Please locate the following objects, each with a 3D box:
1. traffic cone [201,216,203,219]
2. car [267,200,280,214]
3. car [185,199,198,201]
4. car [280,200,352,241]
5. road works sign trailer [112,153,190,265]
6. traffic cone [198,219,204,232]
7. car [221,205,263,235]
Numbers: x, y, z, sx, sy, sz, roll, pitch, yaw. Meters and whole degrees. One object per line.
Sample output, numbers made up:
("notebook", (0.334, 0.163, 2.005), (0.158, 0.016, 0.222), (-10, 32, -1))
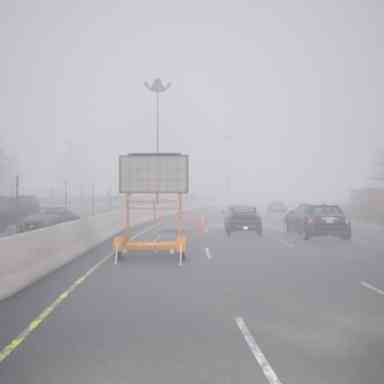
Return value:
("traffic cone", (0.574, 1.936, 20.527), (0.340, 0.580, 0.340), (0, 0, 2))
("car", (8.992, 1.528, 35.073), (1.994, 1.385, 4.181), (0, 0, 15))
("car", (-0.410, 1.298, 59.976), (2.097, 1.767, 4.553), (0, 0, 27))
("car", (6.169, 1.335, 16.851), (2.097, 1.767, 4.553), (0, 0, 2))
("road works sign trailer", (-1.295, 0.454, 11.597), (2.380, 3.560, 2.880), (0, 0, 2))
("traffic cone", (0.489, 1.938, 18.529), (0.340, 0.580, 0.340), (0, 0, 2))
("car", (2.782, 1.487, 18.684), (1.837, 1.490, 4.892), (0, 0, 4))
